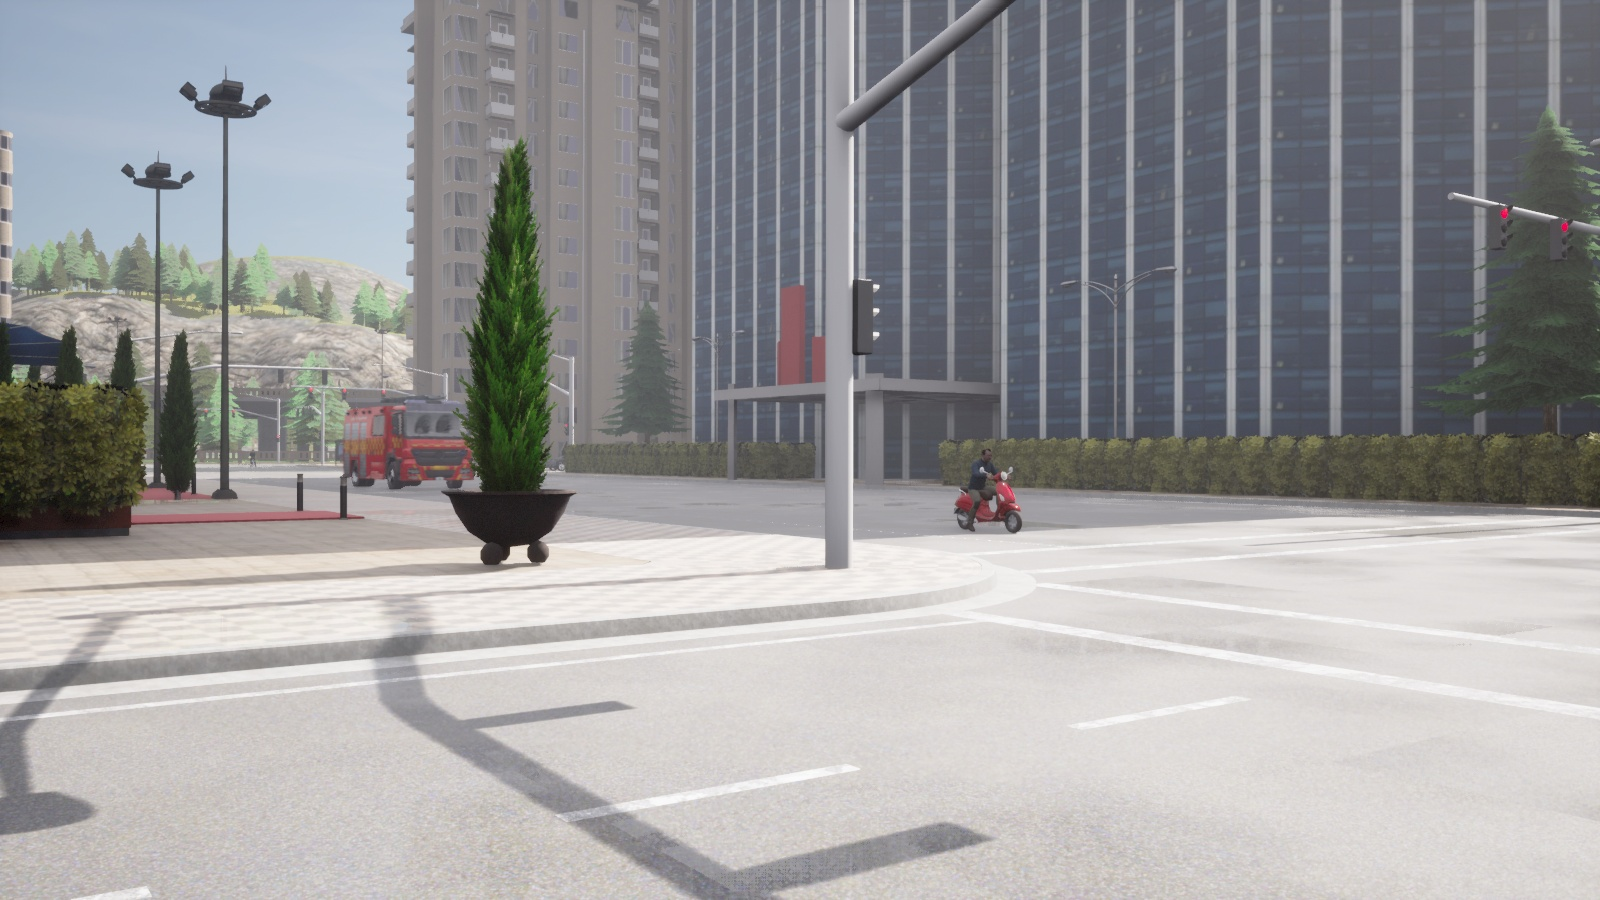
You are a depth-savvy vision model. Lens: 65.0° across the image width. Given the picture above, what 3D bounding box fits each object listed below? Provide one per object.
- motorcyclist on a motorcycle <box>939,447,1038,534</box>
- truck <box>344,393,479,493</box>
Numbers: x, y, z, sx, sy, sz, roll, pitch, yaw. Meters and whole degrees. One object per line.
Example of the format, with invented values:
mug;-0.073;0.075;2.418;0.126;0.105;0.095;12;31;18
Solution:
motorcyclist on a motorcycle;3.593;0.749;24.057;0.866;1.590;1.817;0;0;-35
truck;-16.298;-0.257;52.229;2.891;3.827;8.468;0;0;-35
